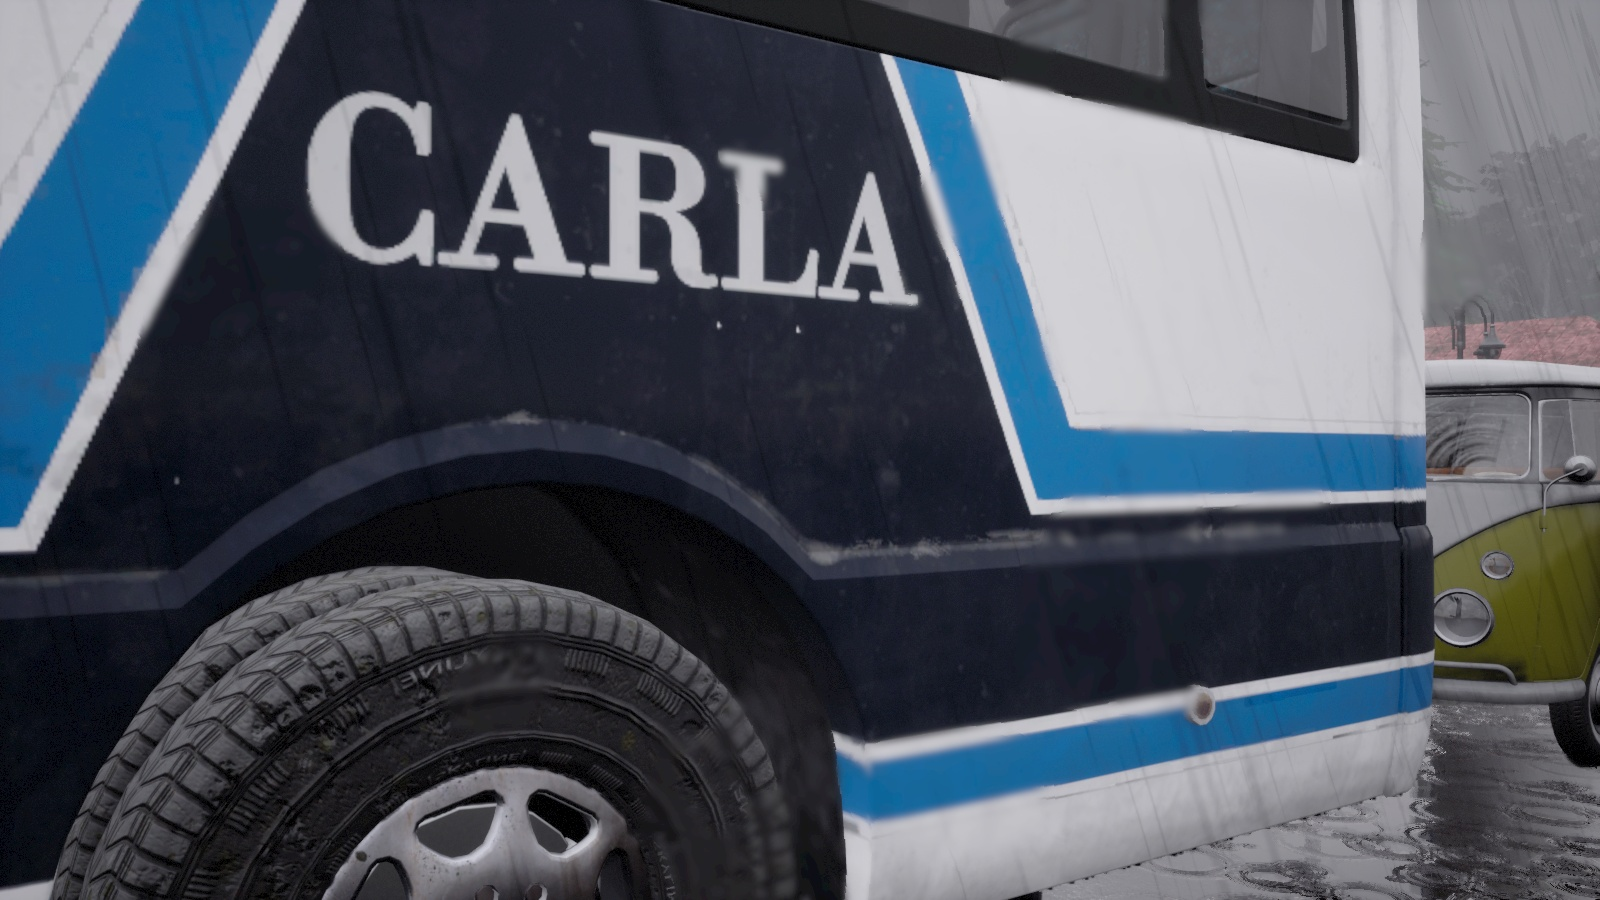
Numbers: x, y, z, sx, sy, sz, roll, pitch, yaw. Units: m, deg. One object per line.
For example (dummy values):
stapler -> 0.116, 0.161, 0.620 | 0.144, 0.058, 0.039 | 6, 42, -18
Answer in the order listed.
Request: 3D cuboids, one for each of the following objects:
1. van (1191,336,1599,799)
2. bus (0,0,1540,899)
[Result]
van -> 4.460, 0.506, 7.382 | 4.442, 1.987, 1.775 | 0, 0, -35
bus -> -3.492, -0.620, 1.849 | 10.273, 4.253, 3.944 | 0, 0, -35
